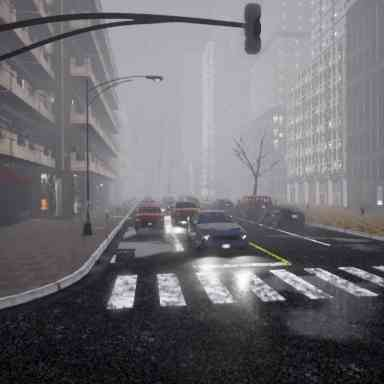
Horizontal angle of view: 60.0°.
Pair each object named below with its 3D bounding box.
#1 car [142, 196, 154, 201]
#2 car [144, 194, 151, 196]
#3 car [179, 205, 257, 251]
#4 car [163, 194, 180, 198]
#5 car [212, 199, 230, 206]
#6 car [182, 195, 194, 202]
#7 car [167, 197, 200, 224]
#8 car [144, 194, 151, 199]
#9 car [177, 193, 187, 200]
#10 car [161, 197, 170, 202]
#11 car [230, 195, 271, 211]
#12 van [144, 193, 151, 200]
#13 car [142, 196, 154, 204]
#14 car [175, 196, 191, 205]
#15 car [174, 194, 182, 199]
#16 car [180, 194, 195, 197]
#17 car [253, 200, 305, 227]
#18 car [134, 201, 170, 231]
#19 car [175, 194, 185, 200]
[{"bbox_3d":[-4.806,1.430,36.739,1.887,1.381,4.507,0,0,-8],"label":"car"},{"bbox_3d":[-6.260,1.379,47.517,1.752,1.417,4.829,0,0,-8],"label":"car"},{"bbox_3d":[0.839,1.492,14.244,2.033,1.411,5.357,0,0,-8],"label":"car"},{"bbox_3d":[-3.172,1.341,44.308,2.128,1.511,4.902,0,0,-7],"label":"car"},{"bbox_3d":[3.499,1.404,37.859,1.947,1.339,4.313,0,0,-8],"label":"car"},{"bbox_3d":[-0.934,1.316,70.699,1.947,1.339,4.313,0,0,-8],"label":"car"},{"bbox_3d":[-0.494,1.389,24.128,1.882,1.535,5.008,0,0,-8],"label":"car"},{"bbox_3d":[-12.194,1.298,91.472,1.887,1.381,4.507,0,0,-8],"label":"car"},{"bbox_3d":[-2.411,1.168,81.645,1.967,1.590,4.097,0,0,-8],"label":"car"},{"bbox_3d":[-1.820,1.481,33.996,1.895,1.301,4.718,0,0,-8],"label":"car"},{"bbox_3d":[4.977,1.187,26.913,2.192,1.841,5.009,0,0,-8],"label":"car"},{"bbox_3d":[-11.456,1.105,85.998,1.690,1.788,3.998,0,0,-8],"label":"van"},{"bbox_3d":[-7.762,1.389,58.632,1.947,1.339,4.313,0,0,-8],"label":"car"},{"bbox_3d":[-1.560,1.350,55.204,2.033,1.411,5.357,0,0,-8],"label":"car"},{"bbox_3d":[-3.889,1.257,92.593,2.008,1.369,4.403,0,0,-8],"label":"car"},{"bbox_3d":[-0.155,1.308,45.131,1.882,1.535,5.008,0,0,-7],"label":"car"},{"bbox_3d":[5.716,1.455,21.440,1.947,1.339,4.313,0,0,-8],"label":"car"},{"bbox_3d":[-2.589,1.482,20.320,1.887,1.381,4.507,0,0,-8],"label":"car"},{"bbox_3d":[-3.150,1.268,87.119,2.008,1.369,4.403,0,0,-8],"label":"car"}]
